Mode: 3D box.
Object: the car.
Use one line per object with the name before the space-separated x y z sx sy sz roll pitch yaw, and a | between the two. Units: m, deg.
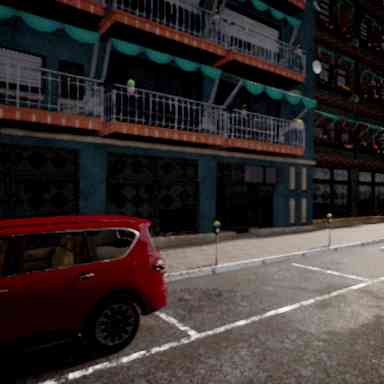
car | -2.694 1.315 4.623 5.009 1.841 2.192 0 1 -36
